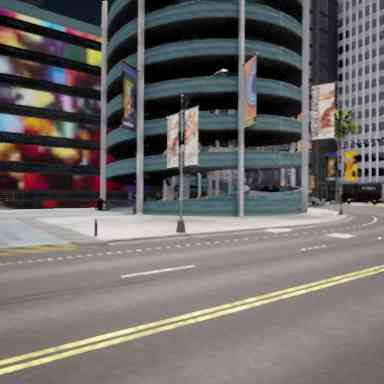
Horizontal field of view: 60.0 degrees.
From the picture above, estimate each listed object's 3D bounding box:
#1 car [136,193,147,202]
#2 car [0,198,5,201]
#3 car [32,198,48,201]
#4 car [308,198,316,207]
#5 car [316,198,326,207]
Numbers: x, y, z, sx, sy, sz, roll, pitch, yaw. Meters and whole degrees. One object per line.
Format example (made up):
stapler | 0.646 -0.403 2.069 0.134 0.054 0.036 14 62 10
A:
car | -11.223 1.309 68.059 2.435 2.045 5.566 1 0 -36
car | -24.922 1.360 42.632 2.002 1.452 4.674 1 0 -36
car | -25.745 1.572 56.564 1.895 1.301 4.718 1 0 -36
car | 19.626 2.074 60.673 1.895 1.301 4.718 1 0 -25
car | 22.776 1.855 62.195 2.097 1.767 4.553 1 0 -25
